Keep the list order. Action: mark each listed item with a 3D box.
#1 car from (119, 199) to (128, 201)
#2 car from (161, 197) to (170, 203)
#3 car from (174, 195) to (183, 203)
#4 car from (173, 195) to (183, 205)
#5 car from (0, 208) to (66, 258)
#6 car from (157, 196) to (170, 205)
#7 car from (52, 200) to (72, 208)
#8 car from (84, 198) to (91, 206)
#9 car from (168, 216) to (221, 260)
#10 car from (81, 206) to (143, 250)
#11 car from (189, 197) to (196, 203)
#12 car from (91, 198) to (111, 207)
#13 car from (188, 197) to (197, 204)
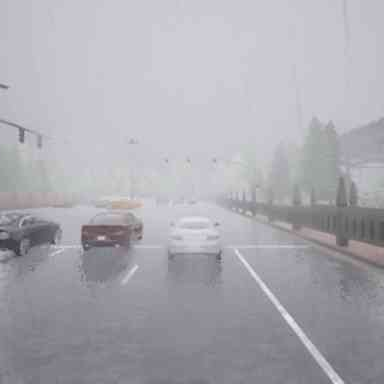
[{"bbox_3d":[-13.947,2.113,68.362,1.994,1.385,4.181,0,0,0],"label":"car"},{"bbox_3d":[-6.931,2.104,87.724,1.994,1.385,4.181,0,0,0],"label":"car"},{"bbox_3d":[-3.431,1.778,87.754,2.150,2.045,5.566,0,0,0],"label":"car"},{"bbox_3d":[-3.440,2.104,77.301,1.882,1.535,5.008,0,0,0],"label":"car"},{"bbox_3d":[-6.899,1.603,13.331,2.128,1.511,4.902,0,0,0],"label":"car"},{"bbox_3d":[-6.940,1.851,77.336,2.150,2.045,5.566,0,0,0],"label":"car"},{"bbox_3d":[-21.013,2.005,53.998,1.994,1.385,4.181,0,-1,0],"label":"car"},{"bbox_3d":[-20.946,2.089,68.907,2.128,1.511,4.902,0,0,0],"label":"car"},{"bbox_3d":[0.099,1.632,12.828,1.812,1.442,4.674,0,0,0],"label":"car"},{"bbox_3d":[-3.396,1.601,14.943,1.882,1.535,5.008,0,0,0],"label":"car"},{"bbox_3d":[0.069,2.031,87.719,1.882,1.535,5.008,0,0,0],"label":"car"},{"bbox_3d":[-14.019,1.984,53.306,2.033,1.411,5.357,0,0,1],"label":"car"},{"bbox_3d":[0.061,2.155,77.715,1.812,1.442,4.674,0,0,0],"label":"car"}]
